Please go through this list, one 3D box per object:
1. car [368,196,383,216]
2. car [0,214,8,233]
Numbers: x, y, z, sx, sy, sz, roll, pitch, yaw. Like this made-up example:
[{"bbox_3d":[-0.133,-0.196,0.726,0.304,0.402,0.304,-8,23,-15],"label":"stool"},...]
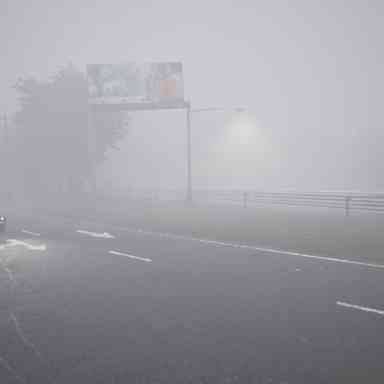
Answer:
[{"bbox_3d":[14.193,0.873,21.883,1.837,1.490,4.892,-2,2,-30],"label":"car"},{"bbox_3d":[-10.415,1.243,15.668,4.718,1.301,1.895,1,3,43],"label":"car"}]
